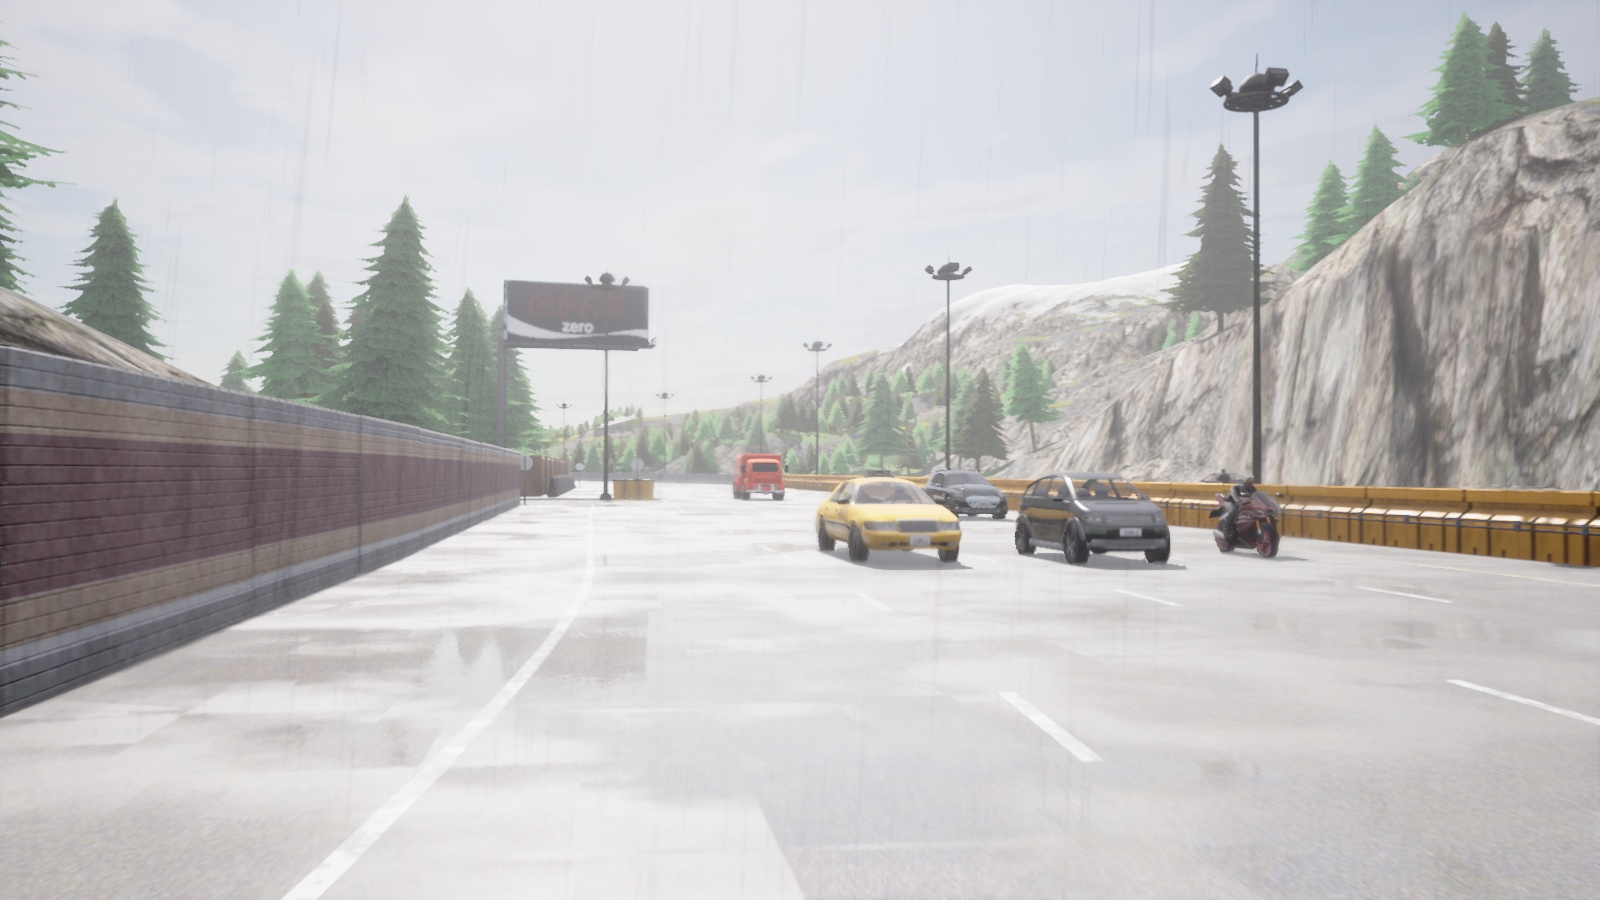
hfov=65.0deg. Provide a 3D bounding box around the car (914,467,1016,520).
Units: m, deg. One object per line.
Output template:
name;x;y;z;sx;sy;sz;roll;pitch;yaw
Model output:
car;5.421;1.425;41.973;2.033;1.649;4.856;0;-1;-9

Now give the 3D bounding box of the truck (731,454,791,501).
truck;-2.154;1.473;67.672;2.627;2.467;5.204;0;-1;-9

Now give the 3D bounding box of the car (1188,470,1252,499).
car;22.626;1.832;67.750;1.789;1.549;3.705;0;-1;-9

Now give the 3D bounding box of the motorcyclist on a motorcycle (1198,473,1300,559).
motorcyclist on a motorcycle;8.460;1.212;23.784;0.866;1.530;2.191;0;-1;-9

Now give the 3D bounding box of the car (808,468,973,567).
car;1.498;1.132;22.982;1.801;1.575;5.366;0;-1;-9

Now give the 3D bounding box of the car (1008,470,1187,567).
car;5.157;1.144;22.288;1.789;1.549;3.705;0;-1;-9
